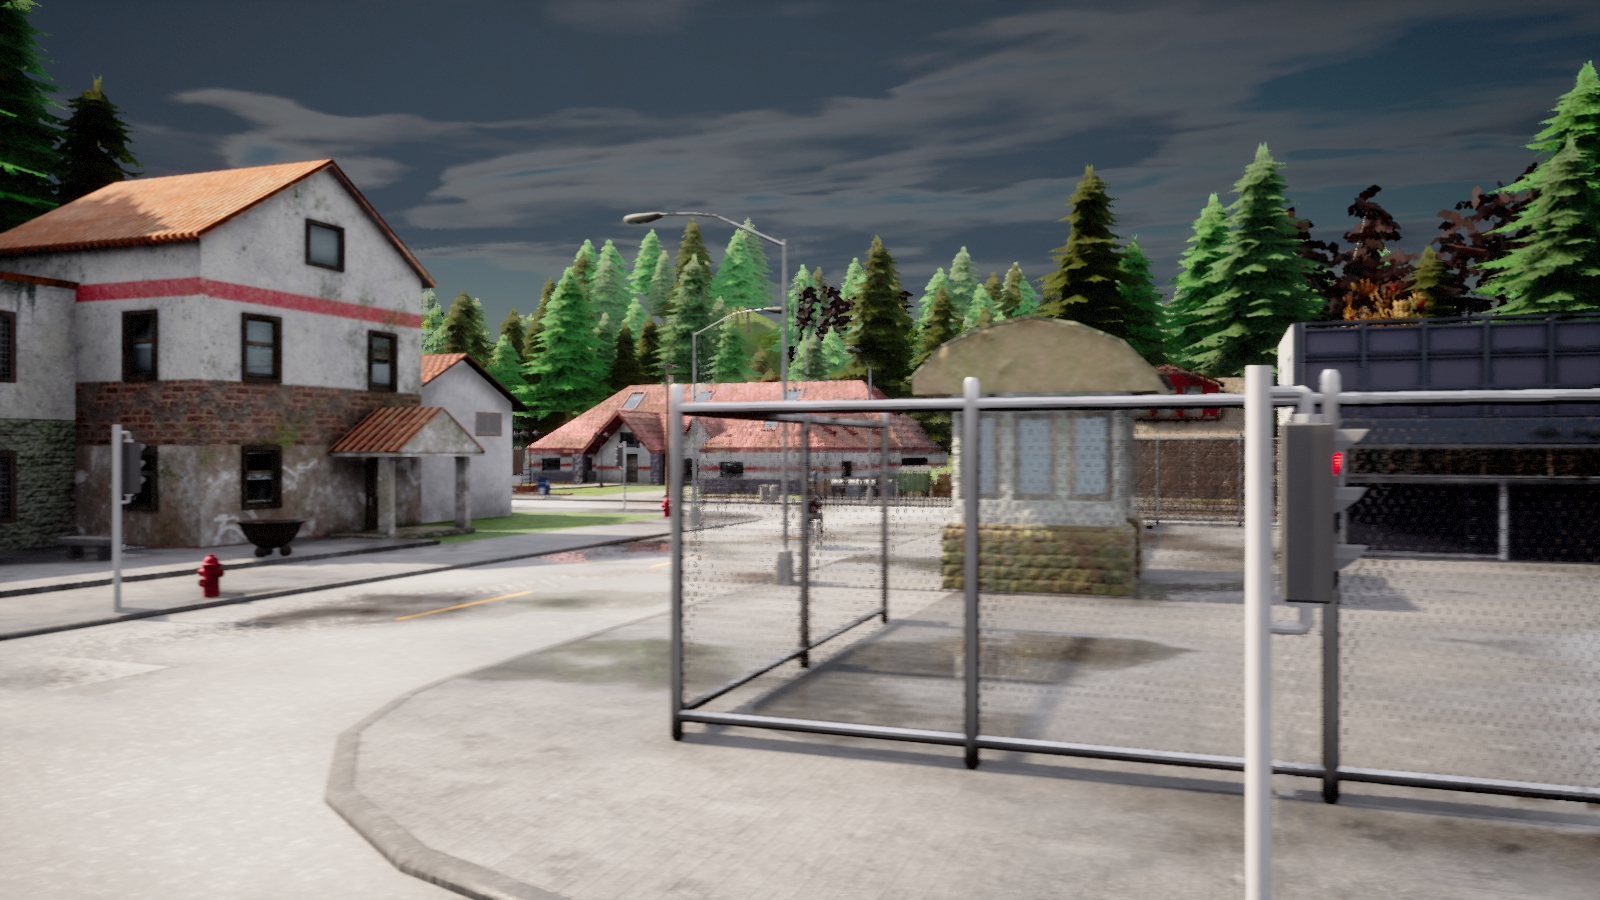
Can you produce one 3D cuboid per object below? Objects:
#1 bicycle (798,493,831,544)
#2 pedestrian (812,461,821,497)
[{"bbox_3d":[0.438,1.937,32.806,0.329,1.271,1.835,0,3,20],"label":"bicycle"},{"bbox_3d":[0.858,1.524,60.447,0.375,1.860,0.375,0,0,20],"label":"pedestrian"}]
